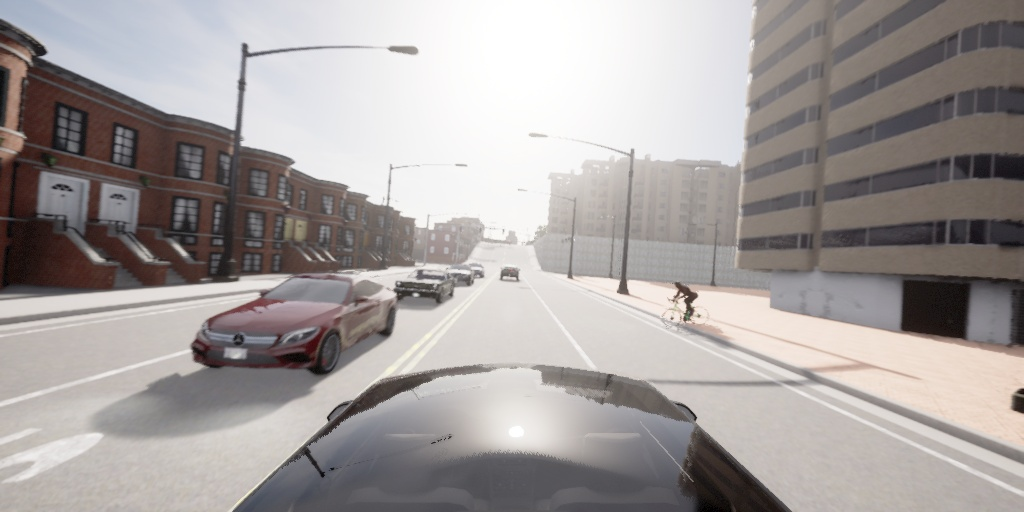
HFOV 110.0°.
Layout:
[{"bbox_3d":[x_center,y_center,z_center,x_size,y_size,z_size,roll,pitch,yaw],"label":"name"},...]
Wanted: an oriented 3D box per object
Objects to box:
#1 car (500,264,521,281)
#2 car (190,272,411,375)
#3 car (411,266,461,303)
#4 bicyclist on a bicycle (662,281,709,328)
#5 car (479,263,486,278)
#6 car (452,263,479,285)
[{"bbox_3d":[-0.219,1.642,36.688,1.837,1.490,4.892,4,-1,0],"label":"car"},{"bbox_3d":[-3.675,1.066,7.110,1.812,1.442,4.674,4,-1,0],"label":"car"},{"bbox_3d":[-3.743,1.242,16.198,1.895,1.301,4.718,4,-1,0],"label":"car"},{"bbox_3d":[6.000,1.667,12.499,1.656,1.620,0.582,-5,-1,0],"label":"bicyclist on a bicycle"},{"bbox_3d":[-3.807,1.401,36.737,1.812,1.442,4.674,4,-1,0],"label":"car"},{"bbox_3d":[-3.783,1.282,26.403,1.812,1.442,4.674,4,-1,0],"label":"car"}]
